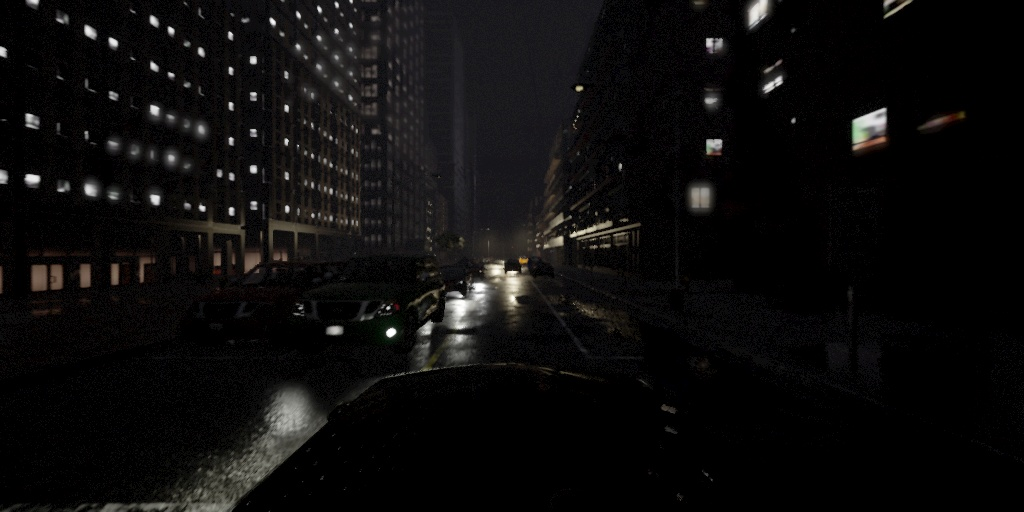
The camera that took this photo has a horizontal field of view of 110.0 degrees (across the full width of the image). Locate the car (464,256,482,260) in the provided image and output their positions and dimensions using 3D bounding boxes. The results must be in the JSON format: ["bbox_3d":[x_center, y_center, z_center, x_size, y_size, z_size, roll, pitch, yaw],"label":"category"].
[{"bbox_3d":[-5.709,0.899,48.074,2.192,1.841,5.009,0,0,0],"label":"car"}]

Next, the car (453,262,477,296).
[{"bbox_3d":[-3.106,1.210,18.921,1.812,1.442,4.674,0,0,0],"label":"car"}]

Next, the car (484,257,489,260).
[{"bbox_3d":[-5.715,1.089,64.643,2.007,1.370,4.403,0,0,0],"label":"car"}]

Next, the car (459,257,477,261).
[{"bbox_3d":[-5.707,1.167,42.553,1.948,1.339,4.313,0,0,0],"label":"car"}]

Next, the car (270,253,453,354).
[{"bbox_3d":[-3.102,0.944,9.038,2.150,2.045,5.566,0,0,0],"label":"car"}]

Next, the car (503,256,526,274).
[{"bbox_3d":[0.087,1.105,39.235,2.128,1.511,4.902,0,0,0],"label":"car"}]

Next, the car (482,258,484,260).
[{"bbox_3d":[-5.711,1.119,53.598,2.007,1.370,4.403,0,0,0],"label":"car"}]

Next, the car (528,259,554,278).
[{"bbox_3d":[2.679,1.205,31.510,1.948,1.339,4.313,0,0,0],"label":"car"}]

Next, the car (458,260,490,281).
[{"bbox_3d":[-3.100,1.247,29.225,1.895,1.301,4.718,0,0,0],"label":"car"}]

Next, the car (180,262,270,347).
[{"bbox_3d":[-5.694,1.035,9.416,2.192,1.841,5.009,0,0,0],"label":"car"}]

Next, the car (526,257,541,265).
[{"bbox_3d":[2.677,1.146,37.202,1.751,1.417,4.829,0,0,0],"label":"car"}]

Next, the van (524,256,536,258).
[{"bbox_3d":[2.675,0.943,42.555,1.690,1.789,3.998,0,0,0],"label":"van"}]
